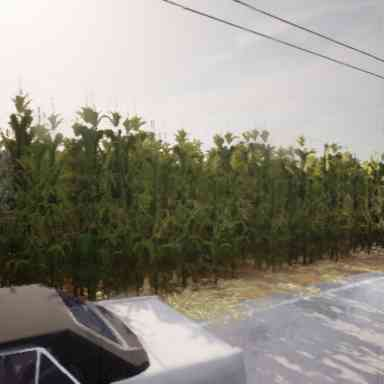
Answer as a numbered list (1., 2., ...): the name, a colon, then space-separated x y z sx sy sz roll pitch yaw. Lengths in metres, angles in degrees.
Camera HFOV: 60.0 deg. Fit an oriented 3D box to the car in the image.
1. car: -1.969 1.545 2.399 4.718 1.301 1.895 0 1 -32
